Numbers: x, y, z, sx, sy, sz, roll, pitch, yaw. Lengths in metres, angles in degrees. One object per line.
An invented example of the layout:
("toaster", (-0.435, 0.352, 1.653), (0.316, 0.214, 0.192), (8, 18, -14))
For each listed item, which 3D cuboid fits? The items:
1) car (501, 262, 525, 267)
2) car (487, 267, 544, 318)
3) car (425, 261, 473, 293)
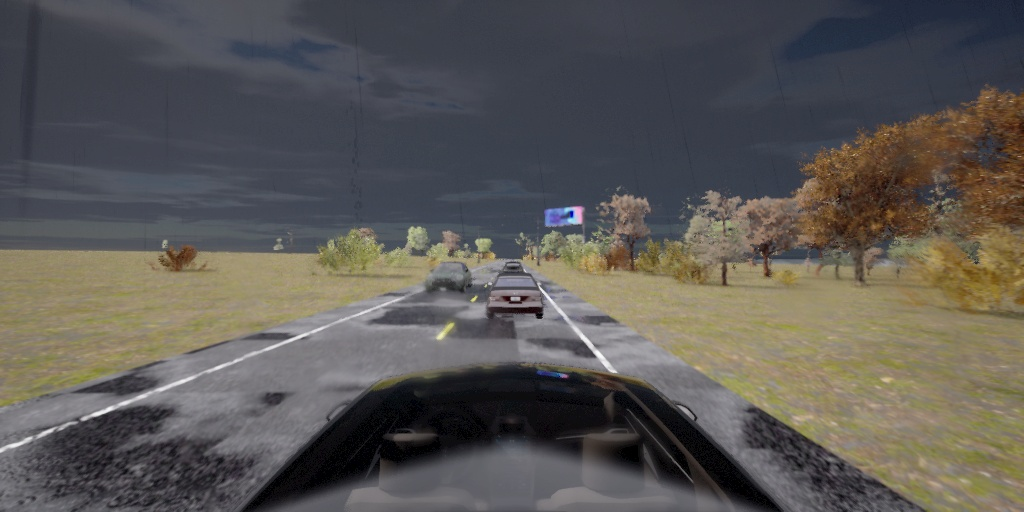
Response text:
("car", (0.099, 1.268, 32.337), (1.837, 1.490, 4.892), (0, 0, 0))
("car", (0.100, 1.301, 13.018), (2.033, 1.411, 5.357), (0, 0, 0))
("car", (-3.503, 1.107, 20.569), (2.097, 1.767, 4.553), (0, 0, 0))
